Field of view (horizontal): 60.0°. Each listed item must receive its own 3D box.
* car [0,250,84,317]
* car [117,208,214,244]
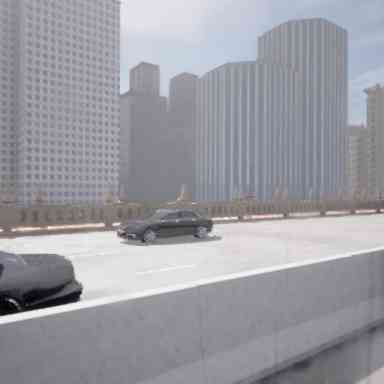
[{"bbox_3d":[-4.515,1.543,5.073,5.357,1.411,2.033,0,0,-35],"label":"car"},{"bbox_3d":[-1.164,1.553,16.057,4.892,1.490,1.837,0,0,-35],"label":"car"}]
